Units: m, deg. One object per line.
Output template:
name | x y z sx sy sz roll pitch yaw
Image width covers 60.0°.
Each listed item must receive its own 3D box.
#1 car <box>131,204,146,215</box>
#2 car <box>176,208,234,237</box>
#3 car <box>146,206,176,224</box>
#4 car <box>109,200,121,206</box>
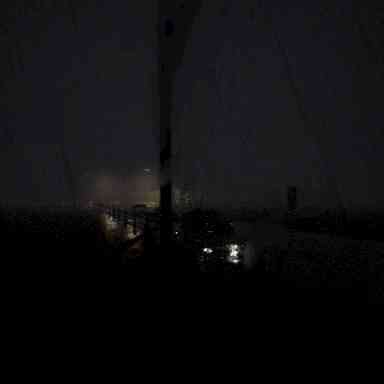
car | -6.244 2.185 40.357 1.812 1.442 4.674 0 -1 -20
car | 0.841 1.804 20.572 1.882 1.535 5.008 0 -1 -20
car | -2.534 2.048 29.980 1.994 1.385 4.181 0 -1 -20
car | -20.901 2.933 91.833 2.097 1.767 4.553 0 -1 -20
